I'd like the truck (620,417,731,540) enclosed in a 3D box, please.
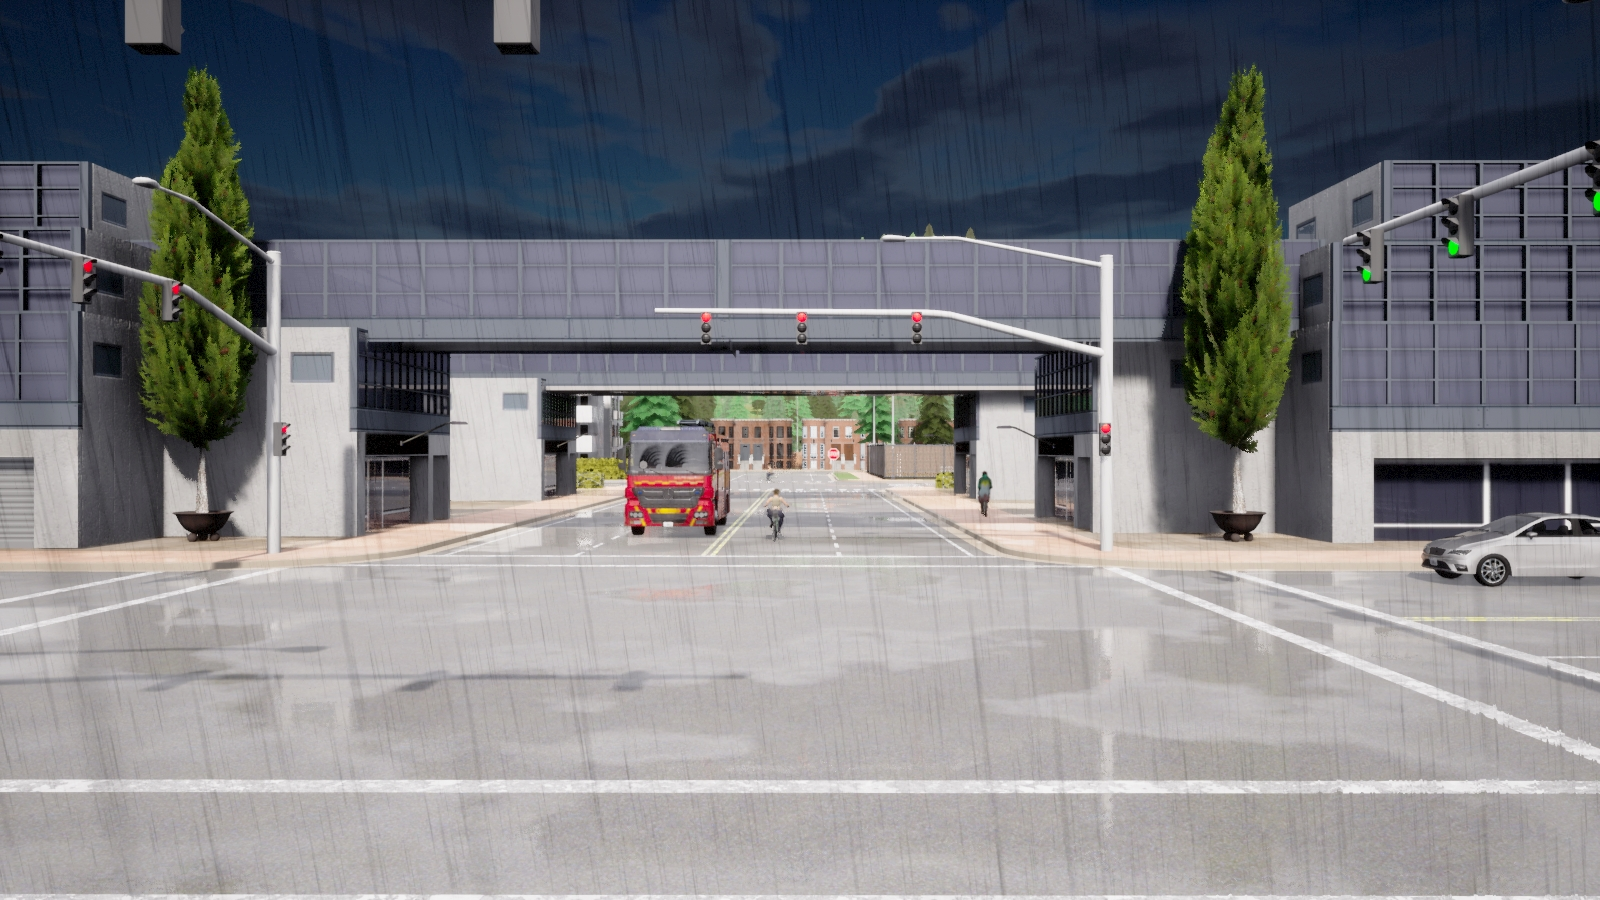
[{"bbox_3d":[-4.133,0.890,39.814,2.891,3.827,8.468,0,0,0],"label":"truck"}]

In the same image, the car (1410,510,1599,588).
[{"bbox_3d":[15.490,2.066,24.189,4.193,1.474,1.816,0,0,0],"label":"car"}]

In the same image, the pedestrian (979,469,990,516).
[{"bbox_3d":[7.420,1.698,45.900,0.375,1.860,0.375,0,0,2],"label":"pedestrian"}]

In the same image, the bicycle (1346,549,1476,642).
[{"bbox_3d":[9.110,2.158,17.075,1.487,1.276,0.859,0,0,1],"label":"bicycle"}]
